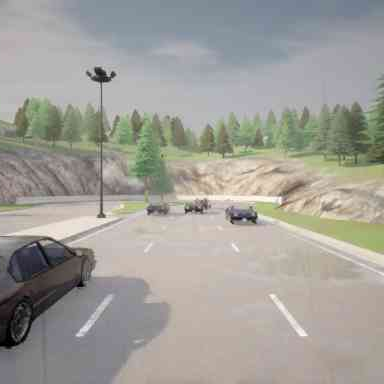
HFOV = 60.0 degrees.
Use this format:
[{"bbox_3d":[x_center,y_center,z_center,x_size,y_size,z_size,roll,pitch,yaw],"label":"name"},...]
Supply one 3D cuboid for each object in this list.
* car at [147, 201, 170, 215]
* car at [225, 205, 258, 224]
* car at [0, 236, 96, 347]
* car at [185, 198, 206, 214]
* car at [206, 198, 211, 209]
[{"bbox_3d":[-3.317,1.601,33.930,1.895,1.301,4.718,0,0,1],"label":"car"},{"bbox_3d":[3.594,1.601,25.066,1.895,1.301,4.718,0,0,0],"label":"car"},{"bbox_3d":[-3.401,1.547,6.224,2.033,1.411,5.357,0,0,0],"label":"car"},{"bbox_3d":[0.254,1.601,35.366,1.895,1.301,4.718,0,0,2],"label":"car"},{"bbox_3d":[1.388,1.491,44.566,2.128,1.511,4.902,0,0,12],"label":"car"}]
